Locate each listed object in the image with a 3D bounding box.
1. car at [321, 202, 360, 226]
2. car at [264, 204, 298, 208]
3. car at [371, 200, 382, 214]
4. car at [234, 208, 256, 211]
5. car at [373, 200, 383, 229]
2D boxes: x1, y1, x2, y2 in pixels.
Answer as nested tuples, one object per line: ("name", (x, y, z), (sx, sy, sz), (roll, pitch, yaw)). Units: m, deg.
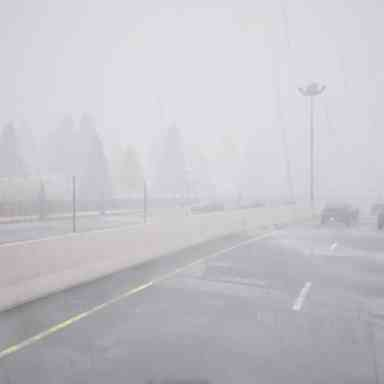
("car", (10.500, 1.499, 23.480), (1.837, 1.490, 4.892), (0, 0, 36))
("car", (9.356, 1.558, 33.575), (1.994, 1.385, 4.181), (0, 0, 41))
("car", (20.207, 1.517, 34.641), (1.812, 1.442, 4.674), (0, 0, 45))
("car", (6.249, 1.519, 35.325), (1.812, 1.442, 4.674), (0, 0, 40))
("car", (12.816, 1.500, 20.745), (1.837, 1.490, 4.892), (0, 0, 35))
